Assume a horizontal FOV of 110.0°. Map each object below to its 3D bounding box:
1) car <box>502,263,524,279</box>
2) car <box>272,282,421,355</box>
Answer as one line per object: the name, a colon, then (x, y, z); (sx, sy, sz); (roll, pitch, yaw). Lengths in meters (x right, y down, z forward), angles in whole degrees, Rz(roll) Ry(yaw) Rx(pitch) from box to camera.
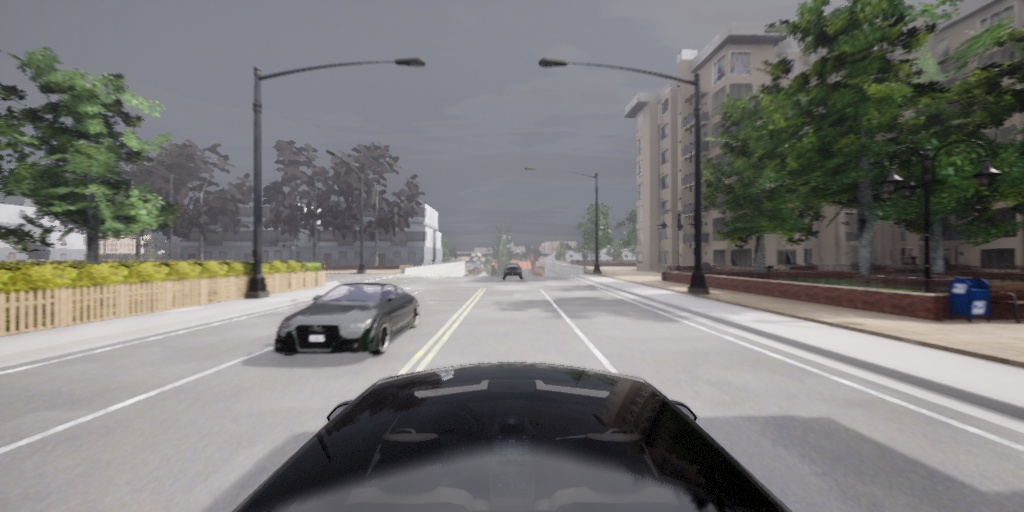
car: (0.053, 1.450, 35.145); (1.837, 1.490, 4.892); (0, -1, 0)
car: (-3.588, 1.330, 8.585); (1.994, 1.385, 4.181); (0, 0, 0)
